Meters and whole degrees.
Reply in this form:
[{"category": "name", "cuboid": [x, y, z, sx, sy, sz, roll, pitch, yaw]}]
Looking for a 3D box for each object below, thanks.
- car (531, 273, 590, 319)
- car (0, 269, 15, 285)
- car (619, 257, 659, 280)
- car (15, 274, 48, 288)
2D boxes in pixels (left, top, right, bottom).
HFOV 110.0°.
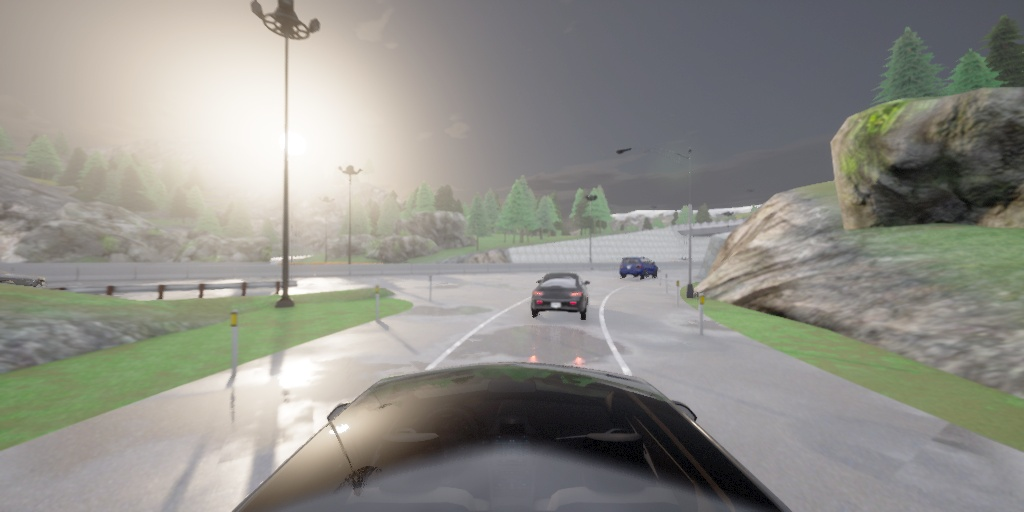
[{"category": "car", "cuboid": [1.856, 1.334, 13.207, 1.812, 1.442, 4.674, 0, 0, 13]}, {"category": "car", "cuboid": [-26.026, 1.225, 15.372, 4.902, 1.511, 2.128, 0, 0, -31]}, {"category": "car", "cuboid": [12.084, 1.132, 34.017, 2.150, 2.045, 5.566, 0, 0, 39]}, {"category": "car", "cuboid": [-27.750, 1.244, 18.418, 4.892, 1.490, 1.837, 0, 0, -31]}]
